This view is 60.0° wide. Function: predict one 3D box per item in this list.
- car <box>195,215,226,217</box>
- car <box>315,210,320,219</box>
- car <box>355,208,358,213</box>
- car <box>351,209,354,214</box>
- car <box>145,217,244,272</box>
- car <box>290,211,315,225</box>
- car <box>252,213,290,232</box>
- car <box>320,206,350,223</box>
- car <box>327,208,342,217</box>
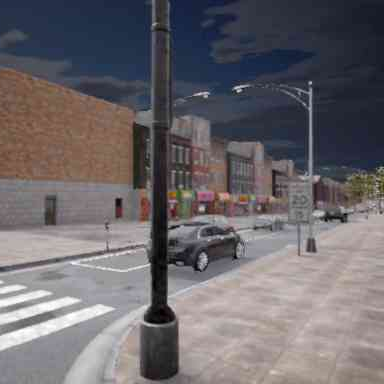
[{"bbox_3d":[0.716,1.986,18.043,1.967,1.590,4.097,-1,-3,31],"label":"car"},{"bbox_3d":[17.354,3.179,45.954,1.752,1.417,4.829,-2,-3,31],"label":"car"},{"bbox_3d":[39.736,4.969,83.503,1.802,1.307,4.206,-2,-3,31],"label":"car"},{"bbox_3d":[34.162,4.488,74.154,2.008,1.369,4.403,-2,-3,31],"label":"car"},{"bbox_3d":[0.309,1.882,12.339,1.837,1.490,4.892,-1,-2,32],"label":"car"},{"bbox_3d":[11.867,2.835,36.746,1.947,1.339,4.313,-2,-3,31],"label":"car"},{"bbox_3d":[6.292,2.450,27.392,2.008,1.369,4.403,-2,-3,31],"label":"car"},{"bbox_3d":[18.040,2.753,41.718,2.150,2.045,5.566,0,-2,31],"label":"car"},{"bbox_3d":[25.800,3.721,60.132,1.967,1.590,4.097,-2,-3,31],"label":"car"}]
